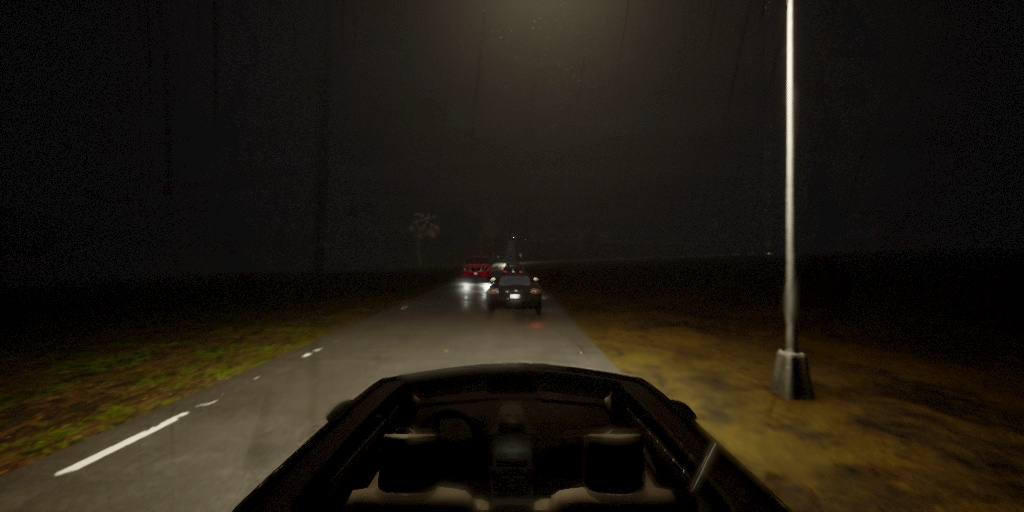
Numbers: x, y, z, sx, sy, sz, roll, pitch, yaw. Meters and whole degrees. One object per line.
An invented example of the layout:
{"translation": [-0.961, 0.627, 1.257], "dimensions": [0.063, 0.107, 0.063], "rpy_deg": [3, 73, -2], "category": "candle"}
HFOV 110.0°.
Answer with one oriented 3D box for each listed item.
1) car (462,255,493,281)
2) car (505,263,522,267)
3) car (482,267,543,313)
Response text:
{"translation": [-2.753, 0.973, 29.832], "dimensions": [2.150, 2.045, 5.566], "rpy_deg": [0, 0, 0], "category": "car"}
{"translation": [0.096, 1.301, 31.371], "dimensions": [2.033, 1.411, 5.357], "rpy_deg": [0, 0, 0], "category": "car"}
{"translation": [0.096, 1.311, 13.901], "dimensions": [1.994, 1.385, 4.181], "rpy_deg": [0, 0, 0], "category": "car"}
